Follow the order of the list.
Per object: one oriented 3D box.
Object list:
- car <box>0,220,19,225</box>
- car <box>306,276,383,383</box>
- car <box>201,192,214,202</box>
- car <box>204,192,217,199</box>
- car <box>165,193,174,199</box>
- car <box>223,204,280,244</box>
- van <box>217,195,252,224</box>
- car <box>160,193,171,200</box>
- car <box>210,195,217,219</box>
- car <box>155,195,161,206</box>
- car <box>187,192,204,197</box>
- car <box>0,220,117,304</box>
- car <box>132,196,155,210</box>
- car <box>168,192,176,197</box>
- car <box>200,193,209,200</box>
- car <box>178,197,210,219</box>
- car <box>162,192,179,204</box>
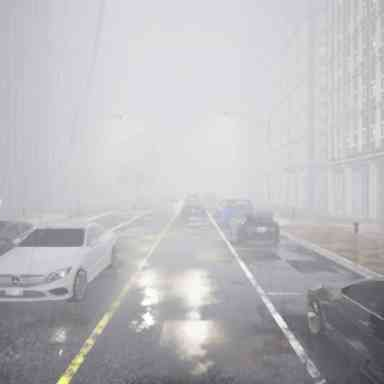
[{"bbox_3d":[-5.682,1.501,9.292,1.947,1.339,4.313,0,0,0],"label":"car"},{"bbox_3d":[2.695,1.540,3.585,1.947,1.339,4.313,0,0,0],"label":"car"},{"bbox_3d":[2.739,0.859,60.504,2.192,1.841,5.009,0,0,0],"label":"car"},{"bbox_3d":[2.730,0.950,49.120,2.192,1.841,5.009,0,0,0],"label":"car"},{"bbox_3d":[-5.626,0.936,83.291,1.802,1.307,4.206,0,0,0],"label":"car"},{"bbox_3d":[2.703,1.460,14.969,1.947,1.339,4.313,0,0,0],"label":"car"},{"bbox_3d":[2.708,1.194,20.661,1.690,1.788,3.998,0,0,0],"label":"van"},{"bbox_3d":[-5.635,1.016,71.909,1.947,1.339,4.313,0,0,0],"label":"car"},{"bbox_3d":[2.712,1.251,26.353,1.967,1.590,4.097,0,0,0],"label":"car"},{"bbox_3d":[-5.656,1.230,43.448,2.008,1.369,4.403,0,0,0],"label":"car"},{"bbox_3d":[0.131,1.043,41.902,2.097,1.767,4.553,0,0,0],"label":"car"},{"bbox_3d":[-3.105,1.468,8.157,1.812,1.442,4.674,0,0,0],"label":"car"},{"bbox_3d":[-5.660,1.251,37.584,1.752,1.417,4.829,0,0,0],"label":"car"},{"bbox_3d":[-5.618,0.806,94.676,2.008,1.369,4.403,0,0,0],"label":"car"},{"bbox_3d":[2.746,0.974,72.059,1.752,1.417,4.829,0,0,0],"label":"car"},{"bbox_3d":[0.119,1.372,26.636,1.994,1.385,4.181,0,0,0],"label":"car"},{"bbox_3d":[-3.038,1.184,50.987,1.994,1.385,4.181,0,0,0],"label":"car"}]
